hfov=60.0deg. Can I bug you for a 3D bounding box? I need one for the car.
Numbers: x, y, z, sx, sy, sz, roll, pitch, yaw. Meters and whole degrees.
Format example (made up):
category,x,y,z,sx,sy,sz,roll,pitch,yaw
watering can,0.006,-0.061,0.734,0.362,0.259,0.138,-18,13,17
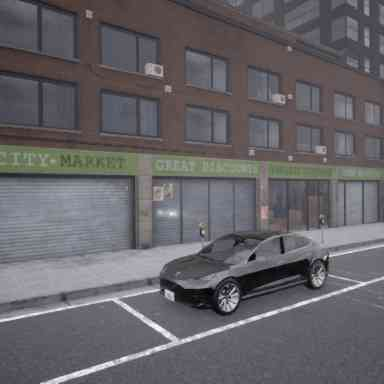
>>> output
category,x,y,z,sx,sy,sz,roll,pitch,yaw
car,1.346,1.565,7.511,4.313,1.339,1.947,0,-1,-36
